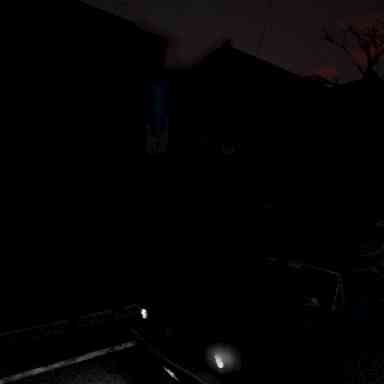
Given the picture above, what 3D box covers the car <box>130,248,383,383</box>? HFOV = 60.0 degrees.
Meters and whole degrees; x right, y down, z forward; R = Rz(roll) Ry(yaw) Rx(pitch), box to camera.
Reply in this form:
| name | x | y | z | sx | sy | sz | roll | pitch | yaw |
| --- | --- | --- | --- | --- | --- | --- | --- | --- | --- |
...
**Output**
| name | x | y | z | sx | sy | sz | roll | pitch | yaw |
| --- | --- | --- | --- | --- | --- | --- | --- | --- | --- |
| car | 1.562 | 1.602 | 4.818 | 4.718 | 1.301 | 1.895 | 0 | 0 | -36 |
